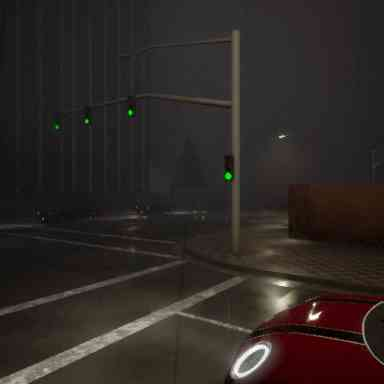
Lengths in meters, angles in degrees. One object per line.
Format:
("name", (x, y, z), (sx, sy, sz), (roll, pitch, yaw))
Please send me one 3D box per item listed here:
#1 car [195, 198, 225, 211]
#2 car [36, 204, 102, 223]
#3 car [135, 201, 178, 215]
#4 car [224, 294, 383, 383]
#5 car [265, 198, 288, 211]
("car", (2.306, 1.491, 41.820), (2.128, 1.511, 4.902), (0, 0, 36))
("car", (-9.319, 1.601, 25.455), (1.895, 1.301, 4.718), (0, 0, 35))
("car", (-3.538, 1.601, 33.610), (1.895, 1.301, 4.718), (0, 0, 35))
("car", (2.449, 1.352, 2.211), (4.553, 1.767, 2.097), (0, 0, 36))
("car", (10.746, 1.492, 41.332), (2.128, 1.511, 4.902), (0, 0, 36))
